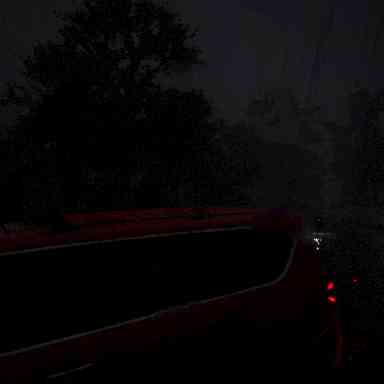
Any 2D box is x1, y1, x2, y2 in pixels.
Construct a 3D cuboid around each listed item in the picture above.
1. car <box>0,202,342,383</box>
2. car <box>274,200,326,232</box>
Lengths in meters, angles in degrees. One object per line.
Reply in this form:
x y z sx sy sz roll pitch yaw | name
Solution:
-1.132 1.212 2.822 5.566 2.045 2.150 -1 1 -31 | car
6.132 1.305 19.534 2.033 1.411 5.357 -1 0 8 | car
